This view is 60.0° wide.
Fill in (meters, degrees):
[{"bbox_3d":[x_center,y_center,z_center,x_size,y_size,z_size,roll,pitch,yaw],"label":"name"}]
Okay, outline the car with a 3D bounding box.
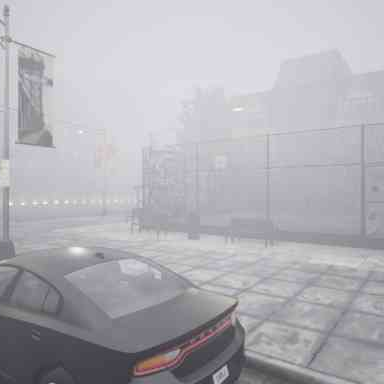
[{"bbox_3d":[-1.763,1.480,4.390,5.008,1.535,2.097,0,0,35],"label":"car"}]
